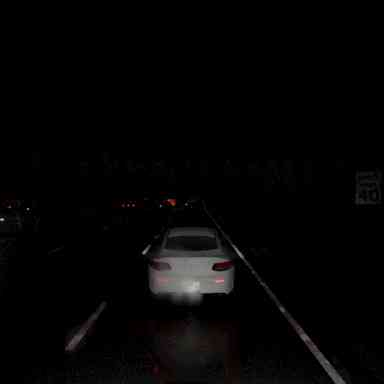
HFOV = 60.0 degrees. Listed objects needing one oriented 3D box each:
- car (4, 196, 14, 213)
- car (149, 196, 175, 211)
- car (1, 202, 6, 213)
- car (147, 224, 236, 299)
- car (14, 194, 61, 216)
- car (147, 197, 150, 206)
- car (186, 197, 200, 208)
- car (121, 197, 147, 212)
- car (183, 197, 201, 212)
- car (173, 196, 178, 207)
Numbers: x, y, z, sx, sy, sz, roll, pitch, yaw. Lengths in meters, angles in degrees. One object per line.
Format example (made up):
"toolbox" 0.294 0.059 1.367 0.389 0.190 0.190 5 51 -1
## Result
"car" -18.533 1.220 36.592 2.150 2.045 5.566 0 0 0
"car" -3.508 1.563 39.731 1.994 1.385 4.181 0 0 1
"car" -15.106 1.563 22.774 1.994 1.385 4.181 0 0 0
"car" -0.012 1.525 8.304 1.812 1.442 4.674 0 0 0
"car" -15.043 1.221 33.255 2.150 2.045 5.566 0 0 0
"car" -6.806 1.524 49.677 1.812 1.442 4.674 0 0 1
"car" 0.193 1.476 49.538 1.882 1.535 5.008 0 0 1
"car" -7.012 1.546 39.316 2.033 1.411 5.357 0 0 1
"car" -0.012 1.525 39.321 1.812 1.442 4.674 0 0 1
"car" -3.308 1.351 49.559 2.097 1.767 4.553 0 0 1
